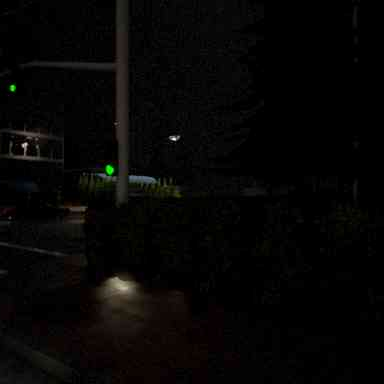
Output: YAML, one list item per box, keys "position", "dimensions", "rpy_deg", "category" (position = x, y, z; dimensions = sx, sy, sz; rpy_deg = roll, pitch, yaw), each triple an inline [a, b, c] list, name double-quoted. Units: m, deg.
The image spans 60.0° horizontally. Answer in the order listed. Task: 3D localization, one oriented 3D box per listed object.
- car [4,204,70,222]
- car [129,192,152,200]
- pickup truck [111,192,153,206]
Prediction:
- position: [-12.382, 1.618, 26.764]
  dimensions: [1.895, 1.301, 4.718]
  rpy_deg: [0, 0, 35]
  category: "car"
- position: [-5.720, 1.236, 30.147]
  dimensions: [2.150, 2.045, 5.566]
  rpy_deg: [0, 0, 35]
  category: "car"
- position: [-9.627, 1.085, 53.293]
  dimensions: [6.274, 2.098, 2.390]
  rpy_deg: [0, 0, -24]
  category: "pickup truck"
